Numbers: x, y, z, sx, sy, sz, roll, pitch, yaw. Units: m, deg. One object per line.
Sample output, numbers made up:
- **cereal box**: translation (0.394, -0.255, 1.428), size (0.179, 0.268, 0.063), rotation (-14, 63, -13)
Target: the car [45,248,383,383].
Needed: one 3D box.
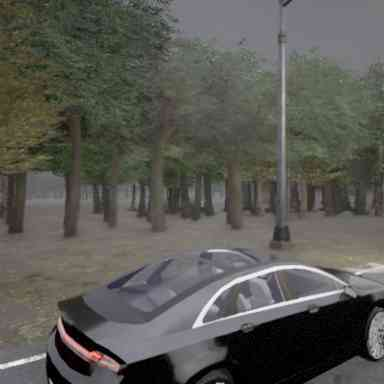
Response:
- **car**: translation (0.777, 1.502, 4.298), size (4.902, 1.511, 2.128), rotation (0, 0, -35)
